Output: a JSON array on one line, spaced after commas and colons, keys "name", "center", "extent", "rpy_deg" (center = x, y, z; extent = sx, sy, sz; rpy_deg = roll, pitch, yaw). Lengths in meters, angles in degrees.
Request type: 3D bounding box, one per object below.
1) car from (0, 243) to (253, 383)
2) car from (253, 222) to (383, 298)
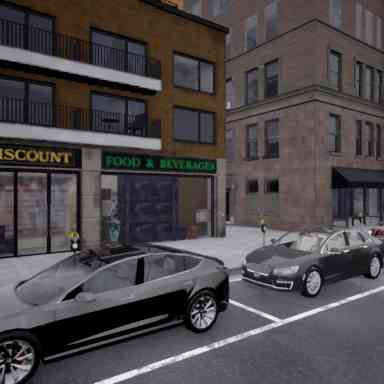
[{"name": "car", "center": [-1.330, 1.566, 5.238], "extent": [4.313, 1.339, 1.947], "rpy_deg": [0, 0, -35]}, {"name": "car", "center": [3.179, 1.551, 8.420], "extent": [4.403, 1.369, 2.008], "rpy_deg": [0, 0, -35]}]
